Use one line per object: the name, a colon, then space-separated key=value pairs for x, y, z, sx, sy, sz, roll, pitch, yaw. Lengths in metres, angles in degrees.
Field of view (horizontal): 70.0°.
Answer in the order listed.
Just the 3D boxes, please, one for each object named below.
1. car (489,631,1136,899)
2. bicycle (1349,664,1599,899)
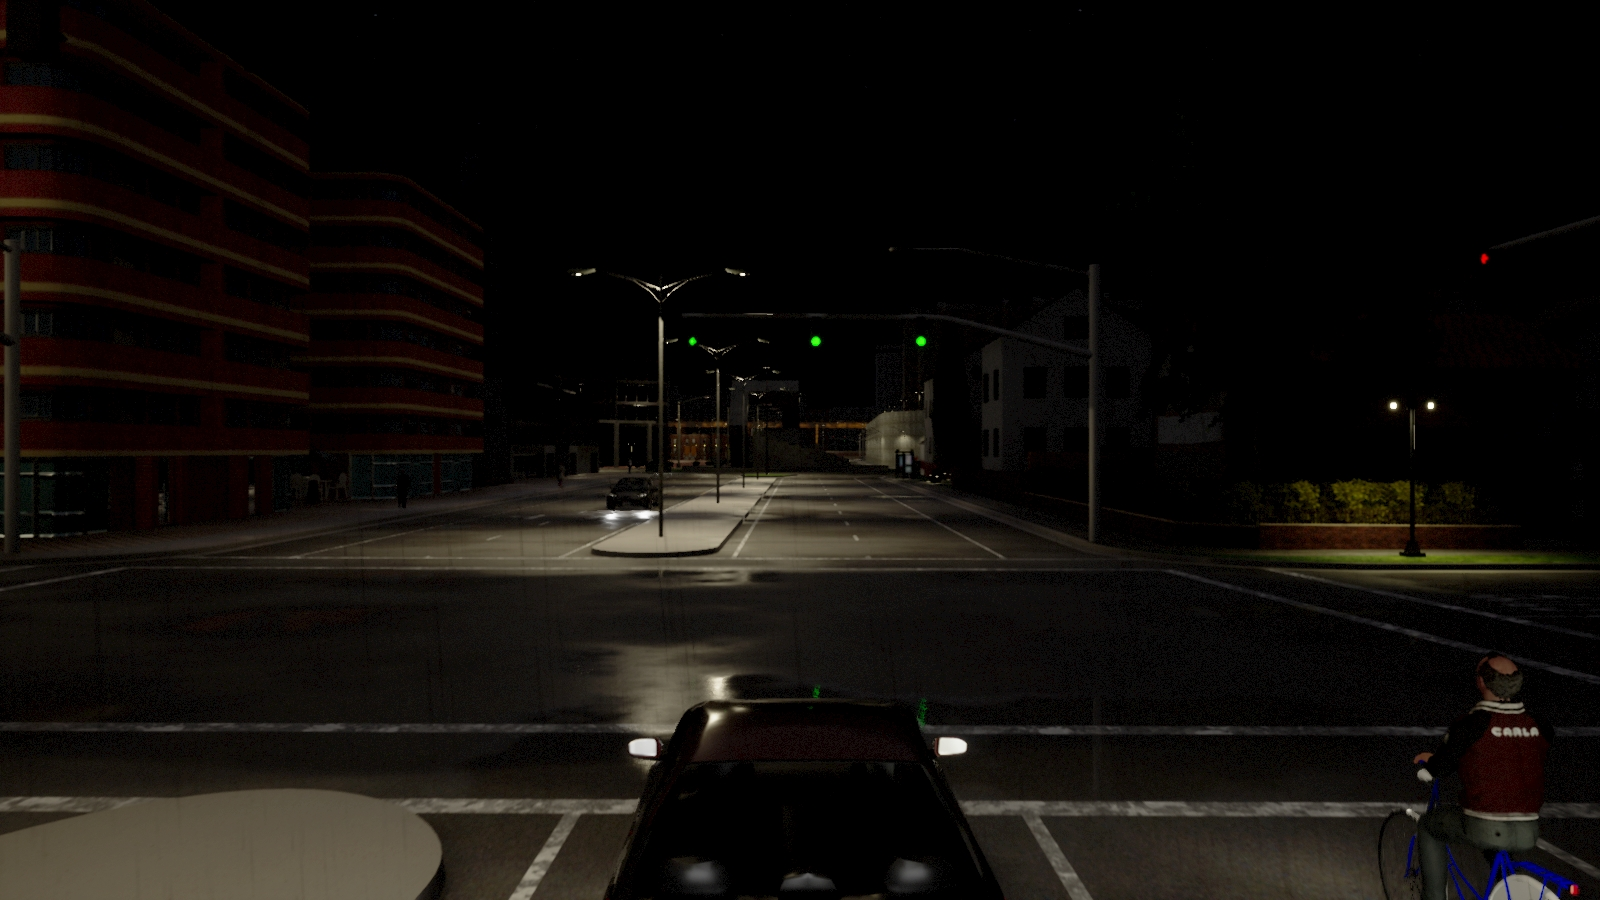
car: x=0.006 y=2.040 z=5.800 sx=2.007 sy=1.525 sz=4.514 roll=0 pitch=0 yaw=-1
bicycle: x=3.503 y=2.048 z=6.031 sx=0.329 sy=1.496 sz=1.835 roll=0 pitch=0 yaw=0
